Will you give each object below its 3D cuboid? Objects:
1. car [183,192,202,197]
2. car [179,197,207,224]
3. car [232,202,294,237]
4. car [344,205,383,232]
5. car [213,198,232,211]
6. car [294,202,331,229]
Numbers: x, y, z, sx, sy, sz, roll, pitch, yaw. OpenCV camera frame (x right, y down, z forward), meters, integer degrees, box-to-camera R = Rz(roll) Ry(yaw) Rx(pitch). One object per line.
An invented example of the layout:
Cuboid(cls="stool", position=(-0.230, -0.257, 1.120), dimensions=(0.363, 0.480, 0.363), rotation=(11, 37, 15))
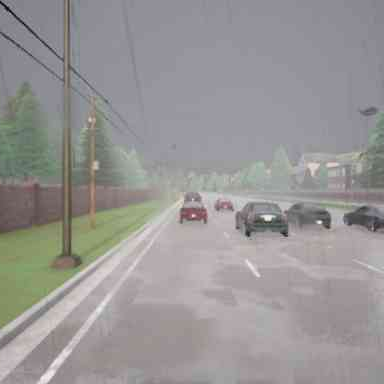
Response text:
Cuboid(cls="car", position=(0.095, 1.066, 41.494), dimensions=(2.150, 2.045, 5.566), rotation=(0, 0, 0))
Cuboid(cls="car", position=(0.097, 1.387, 24.130), dimensions=(1.882, 1.535, 5.008), rotation=(0, 0, 0))
Cuboid(cls="car", position=(3.598, 1.285, 17.863), dimensions=(2.097, 1.767, 4.553), rotation=(0, 0, 0))
Cuboid(cls="car", position=(10.585, 1.454, 19.302), dimensions=(1.812, 1.442, 4.674), rotation=(0, 0, 0))
Cuboid(cls="car", position=(3.582, 1.384, 37.856), dimensions=(1.812, 1.442, 4.674), rotation=(0, 0, 0))
Cuboid(cls="car", position=(7.098, 1.427, 20.960), dimensions=(1.837, 1.490, 4.892), rotation=(0, 0, 0))
